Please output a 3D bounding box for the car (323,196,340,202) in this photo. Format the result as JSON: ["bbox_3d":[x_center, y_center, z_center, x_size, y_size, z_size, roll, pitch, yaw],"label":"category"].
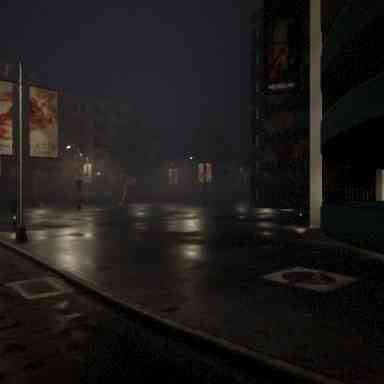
[{"bbox_3d":[15.616,1.312,39.956,4.674,1.452,2.002,0,0,-41],"label":"car"}]

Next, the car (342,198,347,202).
[{"bbox_3d":[22.171,1.403,51.037,4.786,1.482,2.161,0,0,-41],"label":"car"}]
